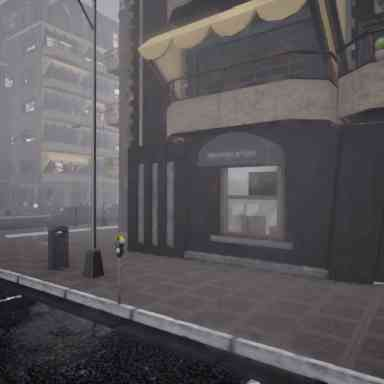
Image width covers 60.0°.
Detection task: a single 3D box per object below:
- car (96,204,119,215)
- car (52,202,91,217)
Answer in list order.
[{"bbox_3d":[-9.465,2.063,39.947,1.802,1.307,4.206,-1,-1,35],"label":"car"},{"bbox_3d":[-12.752,1.820,35.326,1.967,1.590,4.097,-1,-1,35],"label":"car"}]
